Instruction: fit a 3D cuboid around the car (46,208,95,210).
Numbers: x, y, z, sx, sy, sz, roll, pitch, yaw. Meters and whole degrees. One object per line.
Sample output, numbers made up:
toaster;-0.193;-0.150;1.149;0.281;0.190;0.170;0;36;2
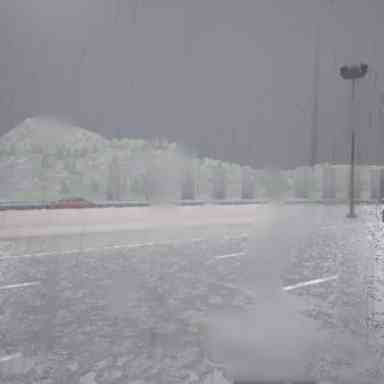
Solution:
car;-10.994;1.136;30.277;4.181;1.385;1.994;0;1;-33

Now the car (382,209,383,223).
car;13.929;1.357;20.573;5.008;1.535;1.882;0;0;-28
